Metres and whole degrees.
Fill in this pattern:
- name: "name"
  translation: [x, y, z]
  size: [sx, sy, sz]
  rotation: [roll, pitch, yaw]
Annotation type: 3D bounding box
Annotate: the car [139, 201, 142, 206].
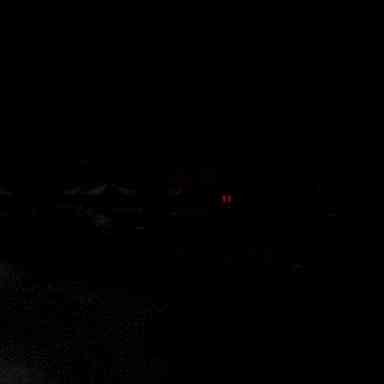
- name: "car"
  translation: [-5.702, 1.524, 47.880]
  size: [1.994, 1.385, 4.181]
  rotation: [0, 0, 36]
